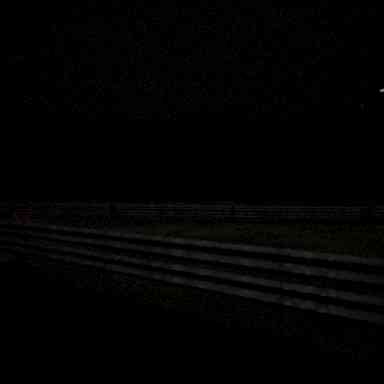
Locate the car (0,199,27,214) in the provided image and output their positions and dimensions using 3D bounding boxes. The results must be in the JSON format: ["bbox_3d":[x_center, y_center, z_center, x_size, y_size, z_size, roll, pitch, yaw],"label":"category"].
[{"bbox_3d":[-20.693,1.515,36.928,4.553,1.767,2.097,0,0,18],"label":"car"}]
